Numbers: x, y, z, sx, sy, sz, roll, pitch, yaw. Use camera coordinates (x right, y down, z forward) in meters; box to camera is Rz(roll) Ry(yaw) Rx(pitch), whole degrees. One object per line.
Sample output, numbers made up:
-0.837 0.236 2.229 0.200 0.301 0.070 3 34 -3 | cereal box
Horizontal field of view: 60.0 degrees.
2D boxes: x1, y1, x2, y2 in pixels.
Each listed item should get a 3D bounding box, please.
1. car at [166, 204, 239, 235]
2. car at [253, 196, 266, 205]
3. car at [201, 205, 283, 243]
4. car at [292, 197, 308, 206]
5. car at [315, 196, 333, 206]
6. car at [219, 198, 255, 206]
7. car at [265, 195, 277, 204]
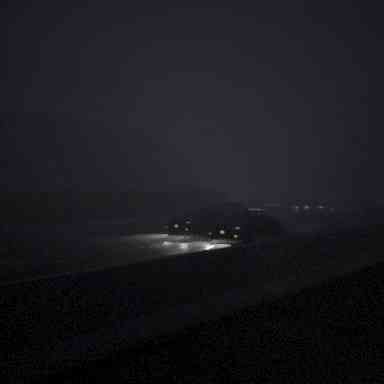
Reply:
0.519 1.583 18.912 1.994 1.385 4.181 0 0 42 | car
8.835 1.578 46.478 1.994 1.385 4.181 0 0 17 | car
2.682 1.571 16.124 1.994 1.385 4.181 0 0 43 | car
17.974 1.512 55.350 1.812 1.442 4.674 0 0 8 | car
21.306 1.448 53.834 1.882 1.535 5.008 0 0 9 | car
3.026 1.523 27.294 1.837 1.490 4.892 0 0 35 | car
15.372 1.339 65.735 2.097 1.767 4.553 0 0 3 | car
